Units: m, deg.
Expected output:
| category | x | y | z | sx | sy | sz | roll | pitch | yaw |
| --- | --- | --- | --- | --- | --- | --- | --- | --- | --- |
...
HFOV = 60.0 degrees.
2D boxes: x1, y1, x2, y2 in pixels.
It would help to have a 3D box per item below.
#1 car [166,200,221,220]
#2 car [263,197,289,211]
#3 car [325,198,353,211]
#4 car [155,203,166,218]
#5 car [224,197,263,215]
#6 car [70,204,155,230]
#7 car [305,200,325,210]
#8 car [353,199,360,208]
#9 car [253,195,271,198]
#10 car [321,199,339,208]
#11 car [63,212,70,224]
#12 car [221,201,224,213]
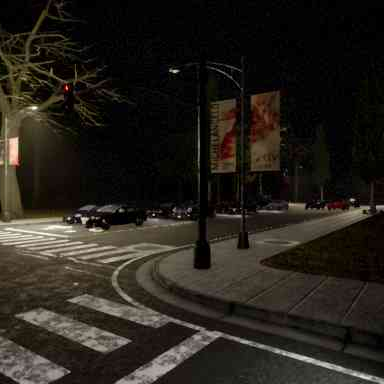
| category | x | y | z | sx | sy | sz | roll | pitch | yaw |
| --- | --- | --- | --- | --- | --- | --- | --- | --- | --- |
| car | 0.229 | 1.473 | 29.252 | 2.097 | 1.767 | 4.553 | 0 | 0 | 35 |
| car | 11.823 | 1.772 | 45.678 | 1.812 | 1.442 | 4.674 | 0 | 0 | 36 |
| car | 20.617 | 1.658 | 46.614 | 2.097 | 1.767 | 4.553 | 0 | 0 | 35 |
| car | -1.903 | 1.667 | 31.861 | 2.033 | 1.411 | 5.357 | 0 | 0 | 35 |
| car | 5.878 | 1.680 | 37.283 | 1.837 | 1.490 | 4.892 | 0 | 0 | 35 |
| car | -5.016 | 1.567 | 21.793 | 2.128 | 1.511 | 4.902 | 0 | 0 | 35 |
| car | 17.796 | 1.824 | 48.247 | 1.812 | 1.442 | 4.674 | 0 | 0 | 35 |
| car | 26.370 | 1.892 | 54.801 | 2.128 | 1.511 | 4.902 | 0 | -1 | 35 |
| car | 9.898 | 1.472 | 48.582 | 2.150 | 2.045 | 5.566 | 0 | 0 | 38 |
| car | 23.481 | 1.916 | 56.354 | 1.812 | 1.442 | 4.674 | 0 | -1 | 35 |
| car | -7.228 | 1.637 | 24.312 | 1.994 | 1.385 | 4.181 | 0 | 0 | 36 |
| car | 3.820 | 1.776 | 40.013 | 1.895 | 1.301 | 4.718 | 0 | 0 | 35 |
